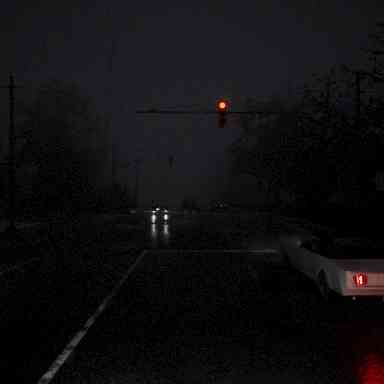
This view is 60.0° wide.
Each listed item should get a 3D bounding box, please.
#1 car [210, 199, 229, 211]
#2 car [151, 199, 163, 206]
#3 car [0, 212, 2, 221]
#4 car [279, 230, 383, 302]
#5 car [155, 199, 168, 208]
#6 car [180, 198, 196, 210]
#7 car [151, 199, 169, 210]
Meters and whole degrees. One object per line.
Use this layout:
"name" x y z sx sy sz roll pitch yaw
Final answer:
"car" 3.265 1.593 40.716 2.033 1.411 5.357 0 0 -2
"car" -7.285 2.111 68.468 1.994 1.385 4.181 0 -1 -12
"car" -15.889 1.555 22.994 5.008 1.535 1.882 -1 0 -3
"car" 3.589 1.600 8.196 1.895 1.301 4.718 0 0 0
"car" -4.926 1.782 53.462 1.994 1.385 4.181 0 -1 -7
"car" -0.492 1.584 45.310 2.128 1.511 4.902 0 -1 -3
"car" -4.075 1.594 42.810 1.812 1.442 4.674 0 -1 -3
